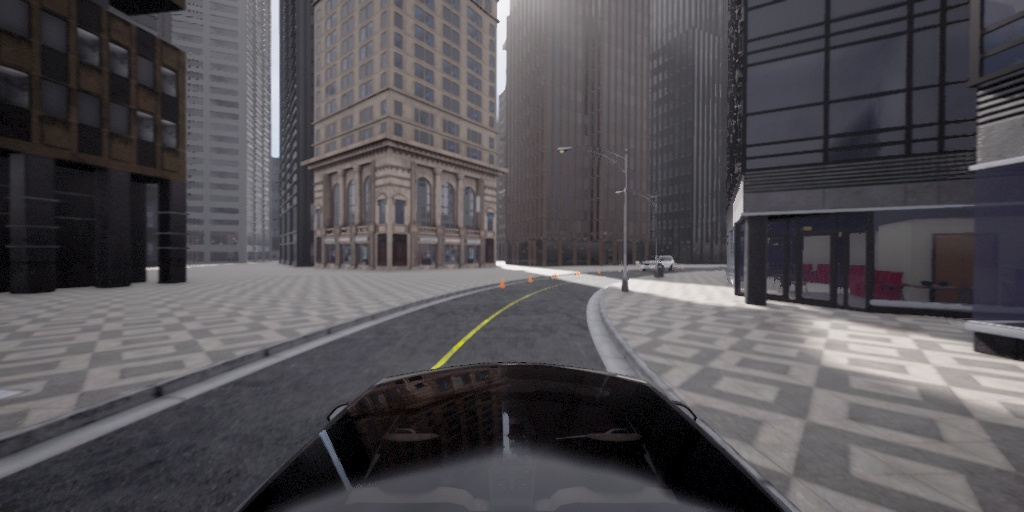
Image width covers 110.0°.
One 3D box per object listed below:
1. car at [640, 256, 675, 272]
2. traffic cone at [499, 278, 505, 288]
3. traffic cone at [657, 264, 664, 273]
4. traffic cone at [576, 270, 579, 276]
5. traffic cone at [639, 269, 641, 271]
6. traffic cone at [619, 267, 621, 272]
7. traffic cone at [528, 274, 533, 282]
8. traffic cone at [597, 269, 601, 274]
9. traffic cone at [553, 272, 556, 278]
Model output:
[{"bbox_3d":[18.707,0.986,45.938,5.566,2.045,2.150,0,0,-40],"label":"car"},{"bbox_3d":[-0.601,1.652,22.201,0.340,0.580,0.340,0,0,20],"label":"traffic cone"},{"bbox_3d":[21.200,1.696,50.943,0.340,0.580,0.340,0,0,-36],"label":"traffic cone"},{"bbox_3d":[6.584,1.666,36.108,0.340,0.580,0.340,0,0,35],"label":"traffic cone"},{"bbox_3d":[17.080,1.694,47.720,0.340,0.580,0.340,0,0,-40],"label":"traffic cone"},{"bbox_3d":[13.253,1.688,44.155,0.340,0.580,0.340,0,0,45],"label":"traffic cone"},{"bbox_3d":[1.392,1.652,27.037,0.340,0.580,0.340,0,0,25],"label":"traffic cone"},{"bbox_3d":[9.745,1.678,40.276,0.340,0.580,0.340,0,0,40],"label":"traffic cone"},{"bbox_3d":[3.793,1.657,31.684,0.340,0.580,0.340,0,0,30],"label":"traffic cone"}]
